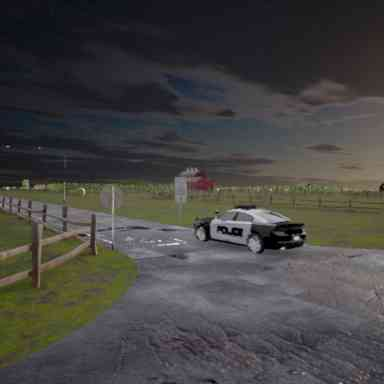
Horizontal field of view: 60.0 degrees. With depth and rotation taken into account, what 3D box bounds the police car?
[{"bbox_3d":[2.024,1.340,13.353,1.930,1.638,5.238,1,0,-36],"label":"police car"}]
